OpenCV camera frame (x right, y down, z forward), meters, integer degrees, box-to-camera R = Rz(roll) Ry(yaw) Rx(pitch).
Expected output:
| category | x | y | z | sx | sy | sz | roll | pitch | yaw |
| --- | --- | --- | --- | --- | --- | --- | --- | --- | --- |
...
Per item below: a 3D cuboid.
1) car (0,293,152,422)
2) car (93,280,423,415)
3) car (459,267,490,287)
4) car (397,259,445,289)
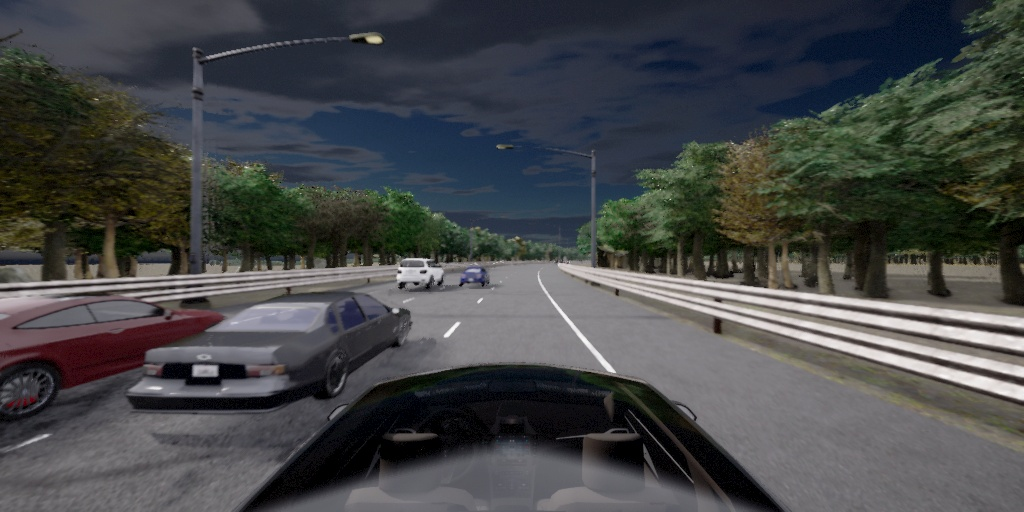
| category | x | y | z | sx | sy | sz | roll | pitch | yaw |
| --- | --- | --- | --- | --- | --- | --- | --- | --- | --- |
| car | -6.877 | 1.309 | 5.721 | 1.812 | 1.442 | 4.674 | 0 | -1 | 0 |
| car | -3.371 | 1.344 | 6.476 | 2.033 | 1.411 | 5.357 | 0 | -1 | 1 |
| car | -2.826 | 1.541 | 27.674 | 1.812 | 1.442 | 4.674 | 0 | -1 | 2 |
| car | -6.412 | 1.214 | 25.708 | 2.150 | 2.045 | 5.566 | 0 | -1 | 2 |
